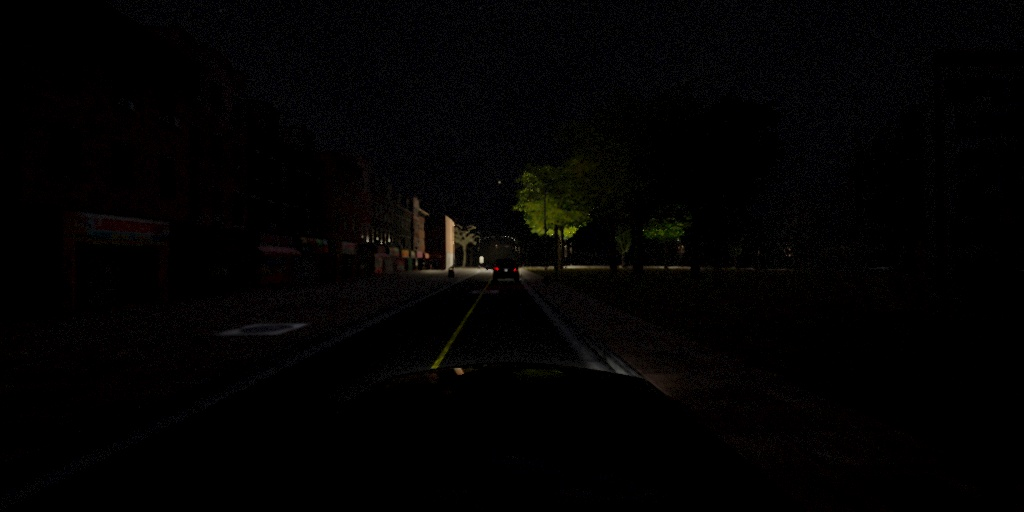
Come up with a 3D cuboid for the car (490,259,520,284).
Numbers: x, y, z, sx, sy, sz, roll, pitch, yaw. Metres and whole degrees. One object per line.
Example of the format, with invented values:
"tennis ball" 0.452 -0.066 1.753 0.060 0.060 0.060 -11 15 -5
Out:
"car" -0.520 1.285 31.005 2.150 2.045 5.566 -1 -1 -1
